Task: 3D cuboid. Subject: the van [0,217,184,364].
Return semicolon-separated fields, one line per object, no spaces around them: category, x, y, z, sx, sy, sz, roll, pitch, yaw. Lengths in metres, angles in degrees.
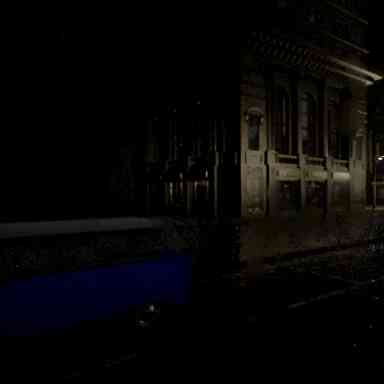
van;-2.047;1.338;5.191;3.998;1.788;1.690;0;0;-35
